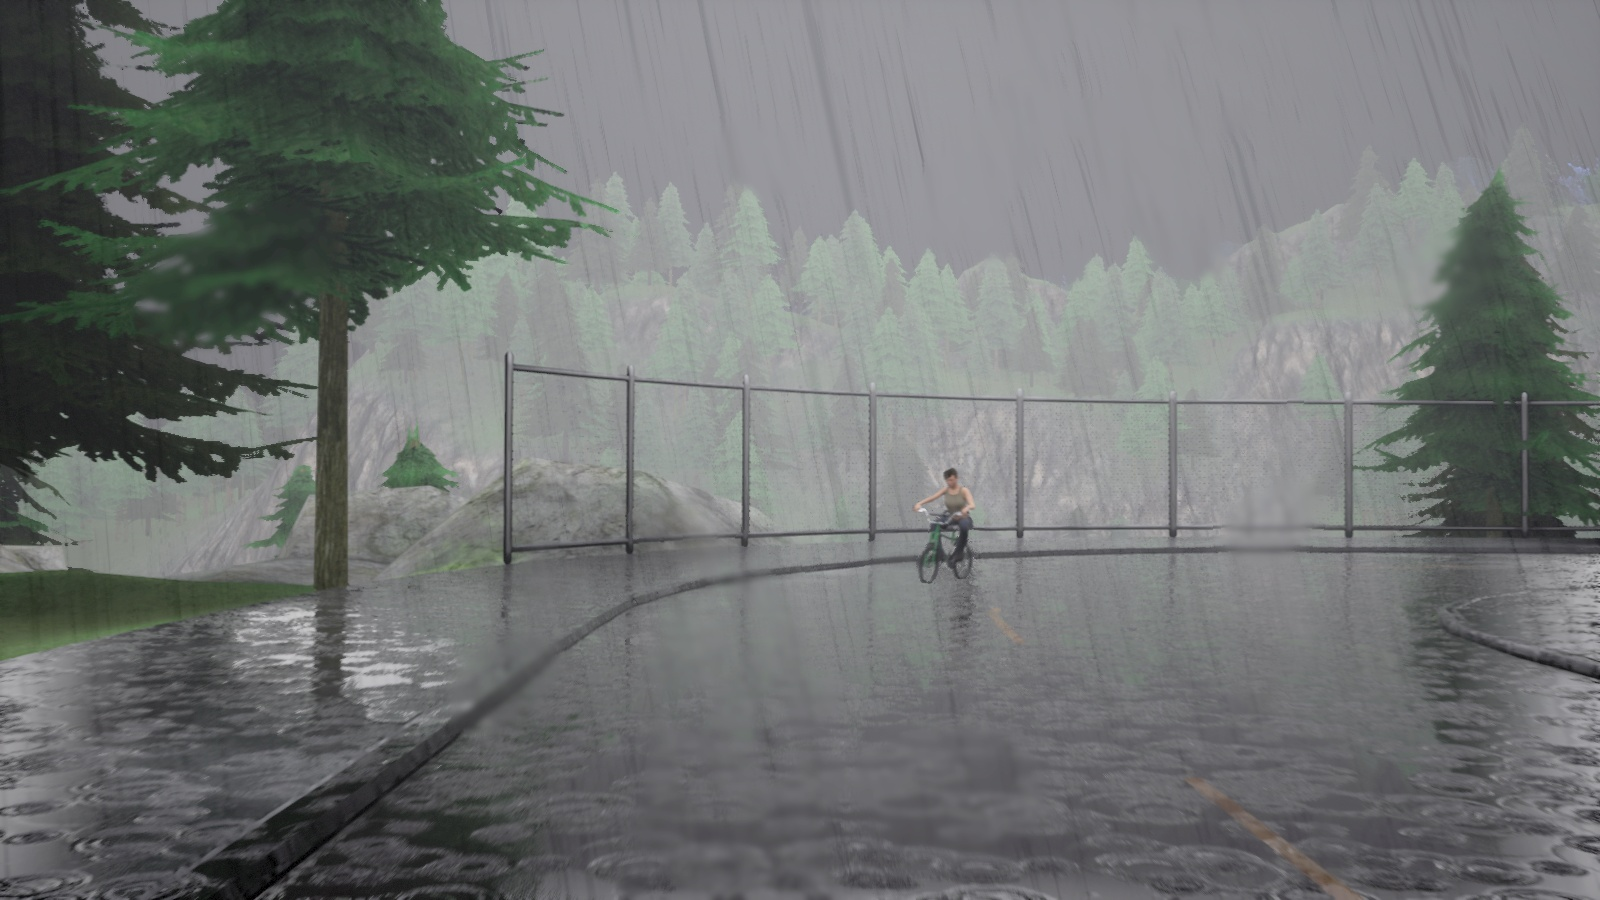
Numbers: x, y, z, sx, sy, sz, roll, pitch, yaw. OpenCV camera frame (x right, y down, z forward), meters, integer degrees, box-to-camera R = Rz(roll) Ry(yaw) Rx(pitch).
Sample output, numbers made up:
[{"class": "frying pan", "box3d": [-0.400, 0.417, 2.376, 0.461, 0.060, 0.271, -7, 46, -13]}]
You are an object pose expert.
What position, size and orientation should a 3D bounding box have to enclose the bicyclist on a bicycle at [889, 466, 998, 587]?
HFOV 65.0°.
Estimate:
[{"class": "bicyclist on a bicycle", "box3d": [2.046, 1.042, 17.773, 0.866, 1.612, 1.509, 2, 0, 35]}]
